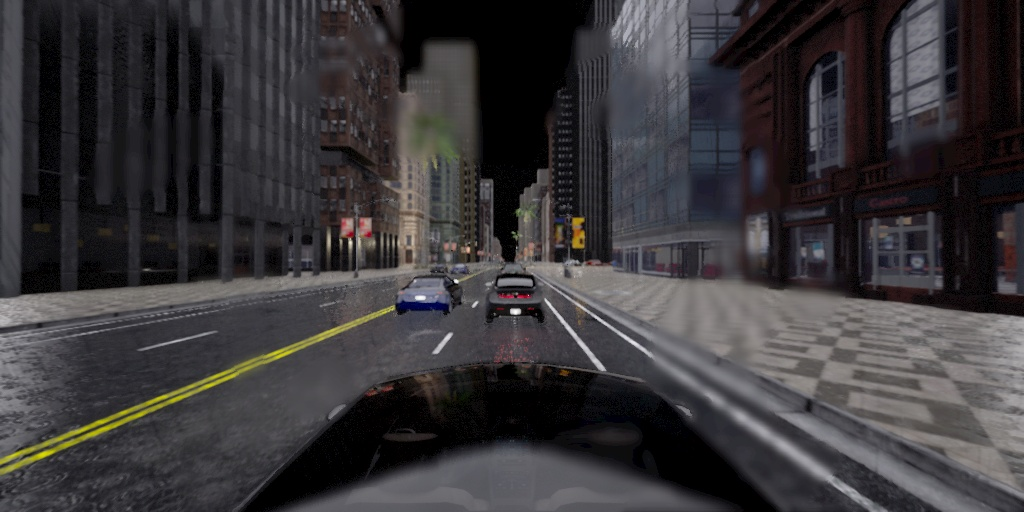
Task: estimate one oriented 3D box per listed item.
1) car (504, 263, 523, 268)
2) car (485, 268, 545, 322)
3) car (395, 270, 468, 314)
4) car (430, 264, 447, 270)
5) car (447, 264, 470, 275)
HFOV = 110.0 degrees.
[{"bbox_3d":[0.112,1.362,29.806,2.097,1.767,4.553,0,-1,0],"label":"car"},{"bbox_3d":[0.104,1.359,12.771,1.837,1.490,4.892,0,0,0],"label":"car"},{"bbox_3d":[-3.144,1.431,14.325,1.994,1.385,4.181,0,-1,0],"label":"car"},{"bbox_3d":[-9.772,1.741,48.790,2.033,1.411,5.357,0,-1,1],"label":"car"},{"bbox_3d":[-6.551,1.685,45.292,1.812,1.442,4.674,0,-1,0],"label":"car"}]
